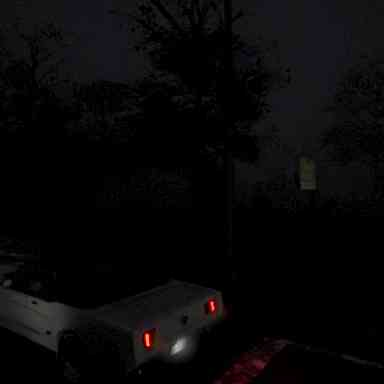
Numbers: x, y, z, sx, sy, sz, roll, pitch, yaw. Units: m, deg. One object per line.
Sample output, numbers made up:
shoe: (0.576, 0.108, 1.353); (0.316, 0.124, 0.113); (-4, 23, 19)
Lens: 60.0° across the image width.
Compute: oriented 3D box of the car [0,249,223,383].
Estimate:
car: (-1.969, 1.627, 5.400); (4.718, 1.301, 1.895); (0, 0, 36)
